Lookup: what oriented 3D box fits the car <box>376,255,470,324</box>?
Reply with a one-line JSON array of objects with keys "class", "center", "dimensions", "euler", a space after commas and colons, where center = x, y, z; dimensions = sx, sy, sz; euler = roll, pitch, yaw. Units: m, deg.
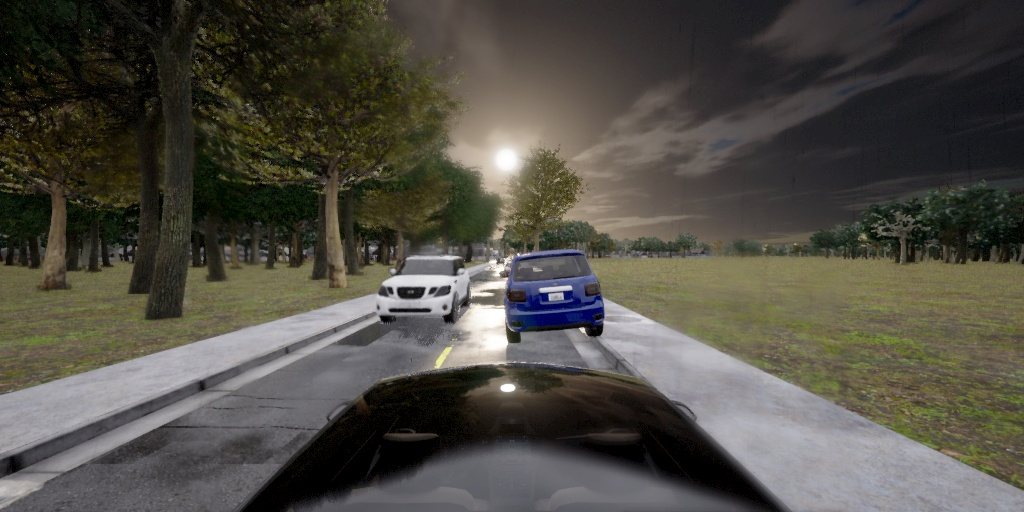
[{"class": "car", "center": [-2.736, 0.972, 12.360], "dimensions": [2.150, 2.045, 5.566], "euler": [0, 0, 0]}]

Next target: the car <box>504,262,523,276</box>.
[{"class": "car", "center": [0.123, 1.352, 38.255], "dimensions": [1.895, 1.301, 4.718], "euler": [0, 0, 0]}]

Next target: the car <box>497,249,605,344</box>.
[{"class": "car", "center": [0.884, 0.897, 9.761], "dimensions": [2.150, 2.045, 5.566], "euler": [-5, 0, 0]}]
